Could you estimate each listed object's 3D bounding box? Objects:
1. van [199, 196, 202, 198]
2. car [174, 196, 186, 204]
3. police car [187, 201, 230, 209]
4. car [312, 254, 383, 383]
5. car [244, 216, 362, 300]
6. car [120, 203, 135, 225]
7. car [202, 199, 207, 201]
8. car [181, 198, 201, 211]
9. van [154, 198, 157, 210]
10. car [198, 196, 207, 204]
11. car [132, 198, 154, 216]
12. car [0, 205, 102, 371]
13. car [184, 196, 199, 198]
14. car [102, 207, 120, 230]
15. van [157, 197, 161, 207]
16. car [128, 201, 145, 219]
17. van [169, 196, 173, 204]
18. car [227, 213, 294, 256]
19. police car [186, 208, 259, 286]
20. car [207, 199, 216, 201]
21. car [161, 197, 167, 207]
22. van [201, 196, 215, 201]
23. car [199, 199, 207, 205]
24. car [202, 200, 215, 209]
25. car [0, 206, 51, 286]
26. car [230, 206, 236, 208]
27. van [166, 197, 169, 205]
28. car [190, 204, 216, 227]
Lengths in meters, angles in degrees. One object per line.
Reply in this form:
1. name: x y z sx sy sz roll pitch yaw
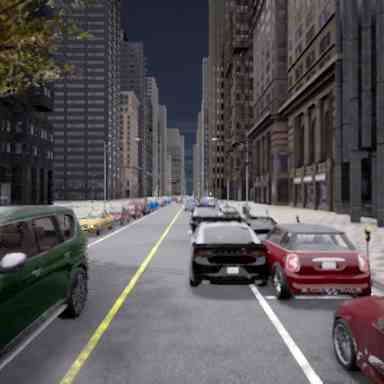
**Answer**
1. van: 2.599 1.825 59.691 1.690 1.788 3.998 0 0 0
2. car: -3.234 2.237 86.390 1.812 1.442 4.674 0 -1 0
3. police car: 0.847 1.582 19.754 1.930 1.638 5.238 0 0 0
4. car: 2.754 1.605 2.915 1.802 1.307 4.206 0 0 0
5. car: 2.739 1.508 8.594 1.967 1.590 4.097 0 0 0
6. car: -5.832 1.787 25.593 1.802 1.307 4.206 0 0 0
7. car: 2.646 1.894 42.658 2.008 1.369 4.403 0 0 0
8. car: -0.106 1.919 46.167 2.033 1.411 5.357 0 0 0
9. van: -5.879 1.684 42.627 1.690 1.788 3.998 0 0 0
10. car: 2.538 1.992 82.401 2.192 1.841 5.009 0 0 0
11. car: -5.864 1.612 36.950 2.192 1.841 5.009 0 0 0
12. car: -3.112 1.258 4.566 2.150 2.045 5.566 0 0 0
13. car: -0.172 2.022 63.540 1.837 1.490 4.892 0 0 0
14. car: -5.817 1.683 19.746 1.752 1.417 4.829 0 0 0
15. van: -5.895 1.731 48.304 1.690 1.788 3.998 0 0 0
16. car: -5.848 1.833 31.270 1.802 1.307 4.206 0 0 0
17. van: -5.972 1.970 76.690 1.690 1.788 3.998 0 0 0
18. car: 2.724 1.679 14.270 1.947 1.339 4.313 0 0 0
19. police car: 0.874 1.503 9.754 1.930 1.638 5.238 0 0 0
20. car: 2.677 1.690 31.303 1.967 1.590 4.097 0 0 0
21. car: -5.925 2.066 59.656 1.802 1.307 4.206 0 0 0
22. van: 2.630 1.731 48.337 1.690 1.788 3.998 0 0 0
23. car: 2.553 2.210 76.721 1.802 1.307 4.206 0 0 0
24. car: 2.615 1.981 54.012 1.887 1.381 4.507 0 0 0
25. car: -5.786 1.383 8.563 2.192 1.841 5.009 0 0 0
26. car: 2.693 1.755 25.625 2.008 1.369 4.403 0 0 0
27. van: -5.941 1.874 65.336 1.690 1.788 3.998 0 0 0
28. car: 0.767 1.711 25.643 1.837 1.490 4.892 0 0 0
